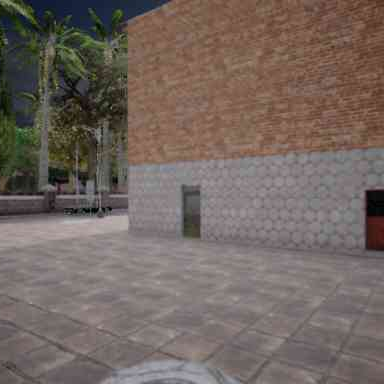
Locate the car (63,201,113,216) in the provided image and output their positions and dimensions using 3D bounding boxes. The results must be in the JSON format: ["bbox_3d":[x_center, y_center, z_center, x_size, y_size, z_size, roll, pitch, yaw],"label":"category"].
[{"bbox_3d":[-10.185,1.617,32.799,1.895,1.301,4.718,0,0,35],"label":"car"}]
